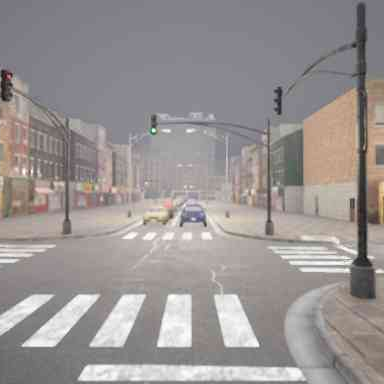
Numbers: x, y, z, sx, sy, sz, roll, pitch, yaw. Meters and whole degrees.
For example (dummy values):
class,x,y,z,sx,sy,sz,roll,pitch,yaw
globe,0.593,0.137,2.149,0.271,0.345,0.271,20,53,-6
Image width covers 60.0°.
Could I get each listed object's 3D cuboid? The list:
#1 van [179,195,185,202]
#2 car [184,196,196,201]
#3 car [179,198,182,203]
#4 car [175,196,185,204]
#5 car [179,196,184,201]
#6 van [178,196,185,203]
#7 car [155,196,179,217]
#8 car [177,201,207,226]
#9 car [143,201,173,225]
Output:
class,x,y,z,sx,sy,sz,roll,pitch,yaw
van,-2.659,1.854,90.648,1.690,1.788,3.998,0,0,0
car,-0.016,1.830,55.995,1.812,1.442,4.674,0,0,0
car,-2.647,1.765,41.650,2.008,1.369,4.403,0,0,0
car,-2.655,1.734,74.316,2.192,1.841,5.009,0,0,0
car,-2.650,1.806,52.368,1.752,1.417,4.829,0,0,0
van,-2.658,1.823,85.204,1.690,1.788,3.998,0,0,0
car,-2.642,1.466,30.763,2.192,1.841,5.009,0,0,0
car,0.093,1.642,24.260,1.812,1.442,4.674,0,0,0
car,-2.642,1.646,25.149,1.752,1.417,4.829,0,0,0
